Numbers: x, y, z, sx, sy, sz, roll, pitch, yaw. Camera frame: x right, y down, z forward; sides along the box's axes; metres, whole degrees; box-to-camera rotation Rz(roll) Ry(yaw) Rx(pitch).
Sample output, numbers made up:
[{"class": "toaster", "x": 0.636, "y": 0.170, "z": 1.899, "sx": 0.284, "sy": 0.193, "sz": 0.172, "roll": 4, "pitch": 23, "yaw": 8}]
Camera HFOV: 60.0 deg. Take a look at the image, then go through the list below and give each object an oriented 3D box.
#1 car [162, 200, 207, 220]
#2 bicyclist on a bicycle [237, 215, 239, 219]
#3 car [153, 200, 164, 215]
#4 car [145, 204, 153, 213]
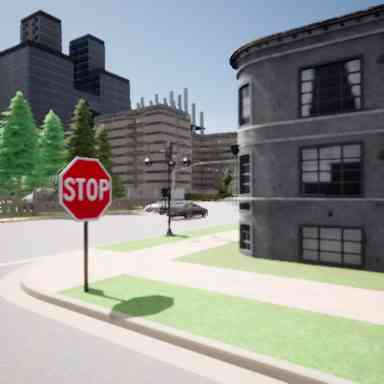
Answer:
[{"class": "car", "x": -0.371, "y": 1.652, "z": 30.076, "sx": 1.812, "sy": 1.442, "sz": 4.674, "roll": 0, "pitch": 0, "yaw": 33}, {"class": "bicyclist on a bicycle", "x": 3.922, "y": 1.390, "z": 23.315, "sx": 1.656, "sy": 1.620, "sz": 0.582, "roll": -1, "pitch": 0, "yaw": 33}, {"class": "car", "x": -1.589, "y": 1.746, "z": 34.868, "sx": 1.895, "sy": 1.301, "sz": 4.718, "roll": 0, "pitch": 0, "yaw": 34}, {"class": "car", "x": -3.428, "y": 1.688, "z": 38.417, "sx": 1.812, "sy": 1.442, "sz": 4.674, "roll": 0, "pitch": 0, "yaw": 34}]
